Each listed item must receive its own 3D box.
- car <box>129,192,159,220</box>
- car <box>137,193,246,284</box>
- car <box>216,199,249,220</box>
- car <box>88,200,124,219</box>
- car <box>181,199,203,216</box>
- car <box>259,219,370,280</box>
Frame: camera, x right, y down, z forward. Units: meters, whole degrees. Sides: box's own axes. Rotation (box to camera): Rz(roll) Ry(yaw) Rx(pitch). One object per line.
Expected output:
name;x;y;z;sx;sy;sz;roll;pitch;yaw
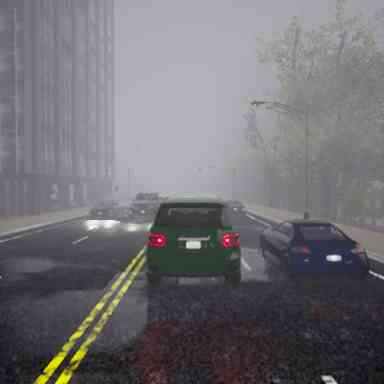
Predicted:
car;-3.456;1.011;26.054;2.150;2.045;5.566;0;0;0
car;0.033;1.144;9.451;2.150;2.045;5.566;0;1;0
car;3.224;1.325;27.340;2.033;1.411;5.357;0;0;0
car;-6.707;1.351;26.235;1.994;1.385;4.181;0;0;0
car;-0.032;1.351;30.718;1.895;1.301;4.718;0;0;0
car;3.289;1.484;9.729;1.994;1.385;4.181;0;1;0
